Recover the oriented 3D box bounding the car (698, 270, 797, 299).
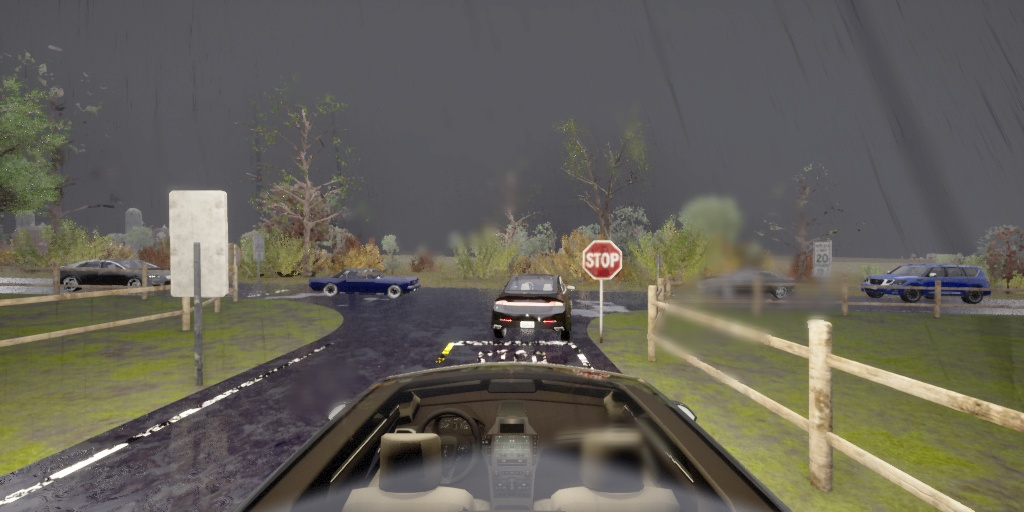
[{"bbox_3d":[13.007,1.525,19.950,4.902,1.511,2.128,1,1,0],"label":"car"}]

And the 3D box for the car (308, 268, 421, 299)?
[{"bbox_3d":[-6.819,1.248,17.026,4.718,1.301,1.895,1,1,0],"label":"car"}]

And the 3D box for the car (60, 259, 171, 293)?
[{"bbox_3d":[-18.487,0.885,17.044,4.902,1.511,2.128,1,1,0],"label":"car"}]

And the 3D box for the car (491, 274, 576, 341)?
[{"bbox_3d":[0.708,1.240,9.993,2.128,1.511,4.902,0,0,9],"label":"car"}]

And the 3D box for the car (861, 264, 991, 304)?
[{"bbox_3d":[22.903,1.466,19.937,5.566,2.045,2.150,1,1,0],"label":"car"}]
